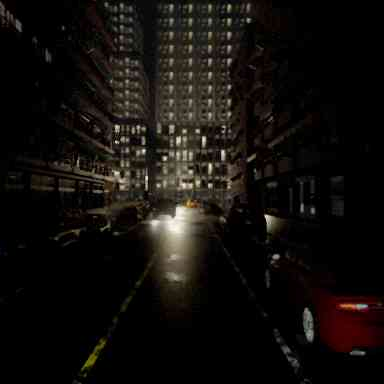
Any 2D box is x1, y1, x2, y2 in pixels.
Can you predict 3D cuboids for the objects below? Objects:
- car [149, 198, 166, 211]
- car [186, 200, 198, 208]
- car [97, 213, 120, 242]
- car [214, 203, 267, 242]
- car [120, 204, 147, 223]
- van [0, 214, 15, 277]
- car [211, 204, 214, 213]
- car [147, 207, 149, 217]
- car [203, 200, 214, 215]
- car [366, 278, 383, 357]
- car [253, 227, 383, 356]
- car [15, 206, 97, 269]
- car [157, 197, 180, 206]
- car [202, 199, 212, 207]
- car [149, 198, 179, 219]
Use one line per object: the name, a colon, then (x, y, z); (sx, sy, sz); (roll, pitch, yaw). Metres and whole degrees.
car: (-5.285, 1.921, 51.368); (2.192, 1.841, 5.009); (0, -1, 0)
car: (-0.007, 2.229, 63.606); (1.882, 1.535, 5.008); (0, 0, -4)
car: (-5.303, 1.785, 17.525); (1.802, 1.307, 4.206); (0, -1, 0)
car: (2.579, 1.520, 17.524); (2.192, 1.841, 5.009); (0, -1, 0)
car: (-5.298, 1.917, 28.804); (1.802, 1.307, 4.206); (0, -1, 0)
van: (-5.307, 1.413, 6.246); (1.690, 1.788, 3.998); (0, -1, 0)
car: (2.580, 1.798, 23.331); (1.752, 1.417, 4.829); (0, -1, 0)
car: (-5.295, 1.925, 34.275); (1.752, 1.417, 4.829); (0, -1, 0)
car: (2.588, 1.998, 40.251); (1.752, 1.417, 4.829); (0, -1, 0)
car: (2.570, 1.536, 0.772); (1.752, 1.417, 4.829); (0, -1, 0)
car: (2.572, 1.619, 6.241); (1.887, 1.381, 4.507); (0, -1, 0)
car: (-5.304, 1.453, 11.887); (2.192, 1.841, 5.009); (0, -1, 0)
car: (-5.069, 1.982, 72.407); (4.553, 1.767, 2.097); (0, -1, 29)
car: (2.591, 2.066, 45.891); (1.752, 1.417, 4.829); (0, -1, 0)
car: (-2.765, 1.623, 34.168); (2.150, 2.045, 5.566); (0, -1, 1)
